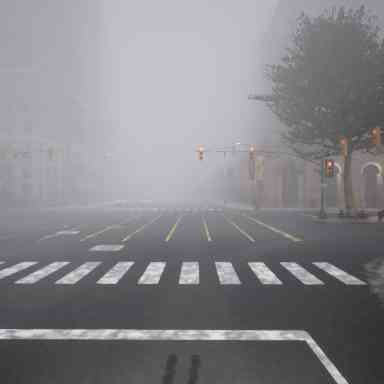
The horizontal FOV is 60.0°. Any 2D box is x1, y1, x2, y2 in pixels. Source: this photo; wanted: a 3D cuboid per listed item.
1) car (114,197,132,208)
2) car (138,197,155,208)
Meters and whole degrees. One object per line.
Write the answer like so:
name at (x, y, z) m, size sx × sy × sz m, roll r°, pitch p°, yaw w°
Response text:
car at (-10.245, 1.526, 49.642) m, size 1.812 × 1.442 × 4.674 m, roll 0°, pitch 0°, yaw 1°
car at (-6.709, 1.526, 49.357) m, size 1.812 × 1.442 × 4.674 m, roll 0°, pitch 0°, yaw -1°
